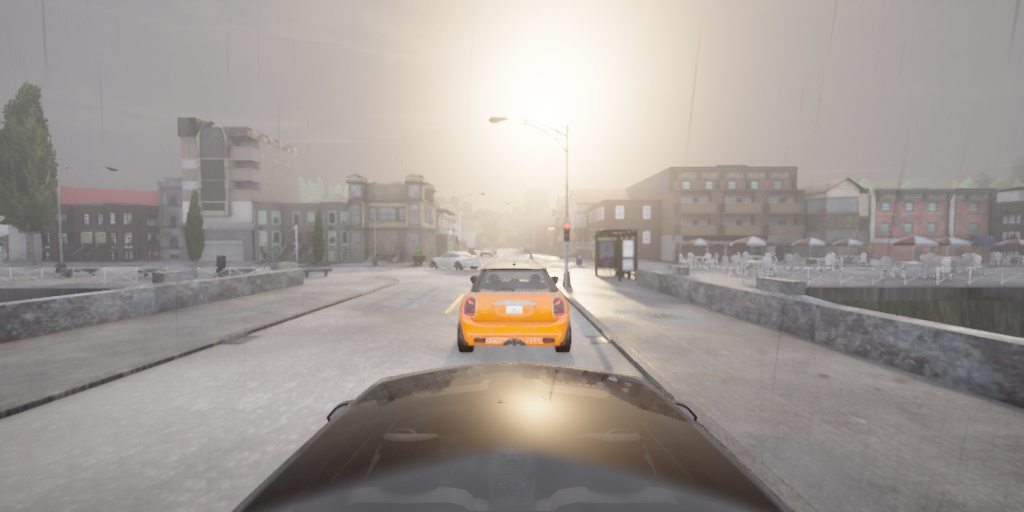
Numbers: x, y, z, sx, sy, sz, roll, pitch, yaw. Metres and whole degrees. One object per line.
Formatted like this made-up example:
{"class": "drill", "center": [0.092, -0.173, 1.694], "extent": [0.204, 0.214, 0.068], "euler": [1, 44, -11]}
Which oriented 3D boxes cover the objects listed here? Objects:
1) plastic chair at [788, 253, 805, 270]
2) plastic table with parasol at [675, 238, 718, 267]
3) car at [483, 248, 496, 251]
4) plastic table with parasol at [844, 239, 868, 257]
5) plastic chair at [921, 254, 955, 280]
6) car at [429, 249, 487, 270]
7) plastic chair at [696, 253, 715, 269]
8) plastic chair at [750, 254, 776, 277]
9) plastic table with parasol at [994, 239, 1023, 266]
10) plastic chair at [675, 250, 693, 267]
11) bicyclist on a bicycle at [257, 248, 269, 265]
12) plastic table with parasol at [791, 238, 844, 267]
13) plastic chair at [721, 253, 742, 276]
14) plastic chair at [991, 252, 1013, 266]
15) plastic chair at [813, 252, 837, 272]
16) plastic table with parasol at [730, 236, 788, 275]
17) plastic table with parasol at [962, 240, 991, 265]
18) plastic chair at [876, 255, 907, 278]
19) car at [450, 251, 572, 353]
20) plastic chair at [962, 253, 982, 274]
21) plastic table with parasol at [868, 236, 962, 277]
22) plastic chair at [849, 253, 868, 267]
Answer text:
{"class": "plastic chair", "center": [21.698, 0.445, 27.557], "extent": [0.730, 1.272, 0.750], "euler": [0, 0, 0]}
{"class": "plastic table with parasol", "center": [15.918, -0.255, 30.536], "extent": [2.482, 2.480, 2.482], "euler": [0, 0, 0]}
{"class": "car", "center": [-4.055, -0.537, 57.877], "extent": [1.812, 1.442, 4.674], "euler": [0, 2, 0]}
{"class": "plastic table with parasol", "center": [30.227, -0.310, 32.224], "extent": [2.482, 2.480, 2.482], "euler": [0, 0, 0]}
{"class": "plastic chair", "center": [23.697, 0.690, 19.961], "extent": [0.750, 1.272, 0.730], "euler": [0, 0, 0]}
{"class": "car", "center": [-4.600, 0.403, 28.744], "extent": [4.674, 1.442, 1.812], "euler": [1, 1, 37]}
{"class": "plastic chair", "center": [15.798, 0.390, 29.256], "extent": [0.750, 1.272, 0.730], "euler": [0, 0, 0]}
{"class": "plastic chair", "center": [14.997, 0.642, 21.460], "extent": [0.750, 1.272, 0.730], "euler": [0, 0, 0]}
{"class": "plastic table with parasol", "center": [46.698, -0.342, 33.233], "extent": [2.482, 2.480, 2.482], "euler": [0, 0, 0]}
{"class": "plastic chair", "center": [14.698, 0.345, 30.656], "extent": [0.730, 1.272, 0.750], "euler": [0, 0, 0]}
{"class": "bicyclist on a bicycle", "center": [-24.022, 0.038, 34.568], "extent": [0.582, 1.620, 1.656], "euler": [0, 2, 0]}
{"class": "plastic table with parasol", "center": [22.898, -0.157, 27.507], "extent": [2.482, 2.480, 2.482], "euler": [0, 0, 0]}
{"class": "plastic chair", "center": [13.898, 0.597, 22.860], "extent": [0.730, 1.272, 0.750], "euler": [0, 0, 0]}
{"class": "plastic chair", "center": [45.498, 0.258, 33.353], "extent": [0.730, 1.272, 0.750], "euler": [0, 0, 0]}
{"class": "plastic chair", "center": [22.798, 0.490, 26.158], "extent": [0.750, 1.272, 0.730], "euler": [0, 0, 0]}
{"class": "plastic table with parasol", "center": [15.168, -0.003, 22.720], "extent": [2.482, 2.480, 2.482], "euler": [0, 0, 0]}
{"class": "plastic table with parasol", "center": [30.508, -0.081, 25.138], "extent": [2.482, 2.480, 2.482], "euler": [0, 0, 0]}
{"class": "plastic chair", "center": [22.597, 0.645, 21.360], "extent": [0.730, 1.272, 0.750], "euler": [0, 0, 0]}
{"class": "car", "center": [0.060, 0.886, 8.379], "extent": [2.097, 1.767, 4.553], "euler": [0, 2, 1]}
{"class": "plastic chair", "center": [30.498, 0.564, 23.858], "extent": [0.750, 1.272, 0.730], "euler": [0, 0, 0]}
{"class": "plastic table with parasol", "center": [23.797, 0.043, 21.310], "extent": [2.482, 2.480, 2.482], "euler": [0, 0, 0]}
{"class": "plastic chair", "center": [29.898, 0.339, 30.855], "extent": [0.750, 1.272, 0.730], "euler": [0, 0, 0]}
